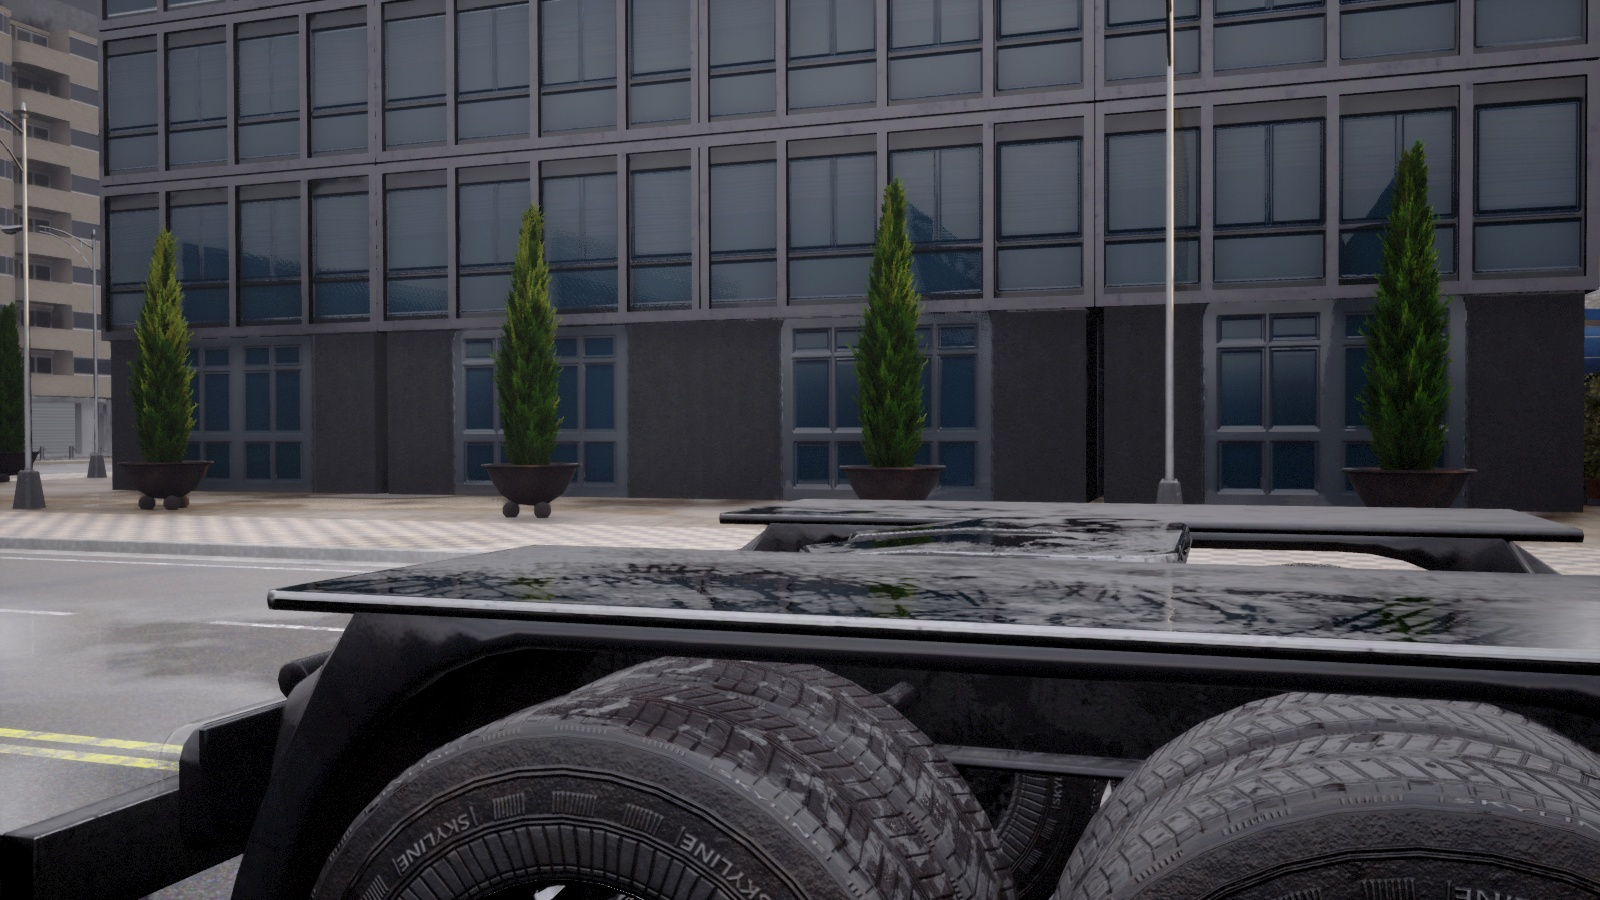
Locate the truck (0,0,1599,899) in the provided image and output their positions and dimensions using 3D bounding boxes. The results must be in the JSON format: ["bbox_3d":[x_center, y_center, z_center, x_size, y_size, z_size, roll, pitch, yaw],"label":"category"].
[{"bbox_3d":[2.642,-0.182,2.289,7.936,3.462,2.891,1,1,19],"label":"truck"}]
